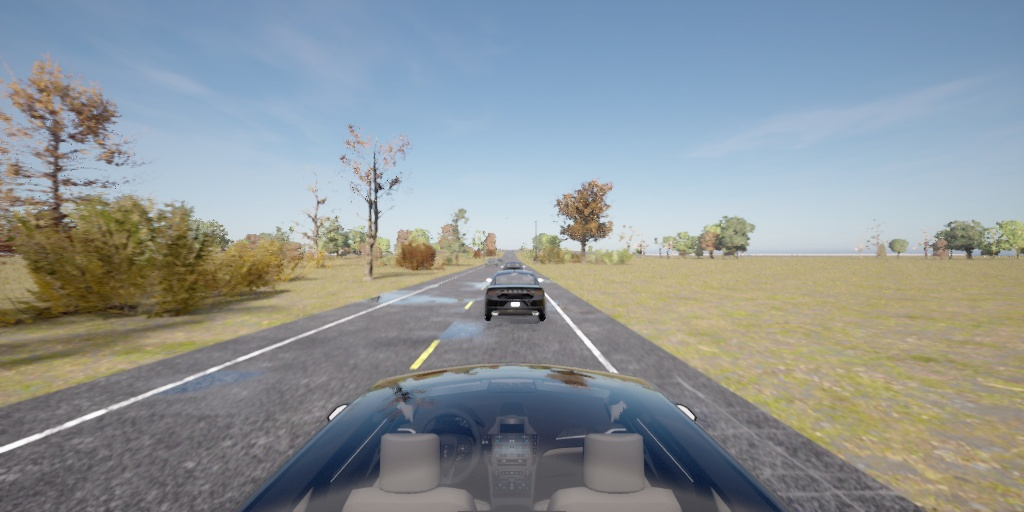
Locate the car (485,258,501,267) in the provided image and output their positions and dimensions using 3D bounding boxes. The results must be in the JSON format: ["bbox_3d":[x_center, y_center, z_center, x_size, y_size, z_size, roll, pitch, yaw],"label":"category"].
[{"bbox_3d":[-3.543,1.083,63.310,2.097,1.767,4.553,0,0,0],"label":"car"}]

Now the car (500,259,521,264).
[{"bbox_3d":[0.097,1.251,31.145,1.837,1.490,4.892,0,0,0],"label":"car"}]

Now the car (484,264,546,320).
[{"bbox_3d":[0.097,1.227,12.695,1.882,1.535,5.008,0,0,0],"label":"car"}]
